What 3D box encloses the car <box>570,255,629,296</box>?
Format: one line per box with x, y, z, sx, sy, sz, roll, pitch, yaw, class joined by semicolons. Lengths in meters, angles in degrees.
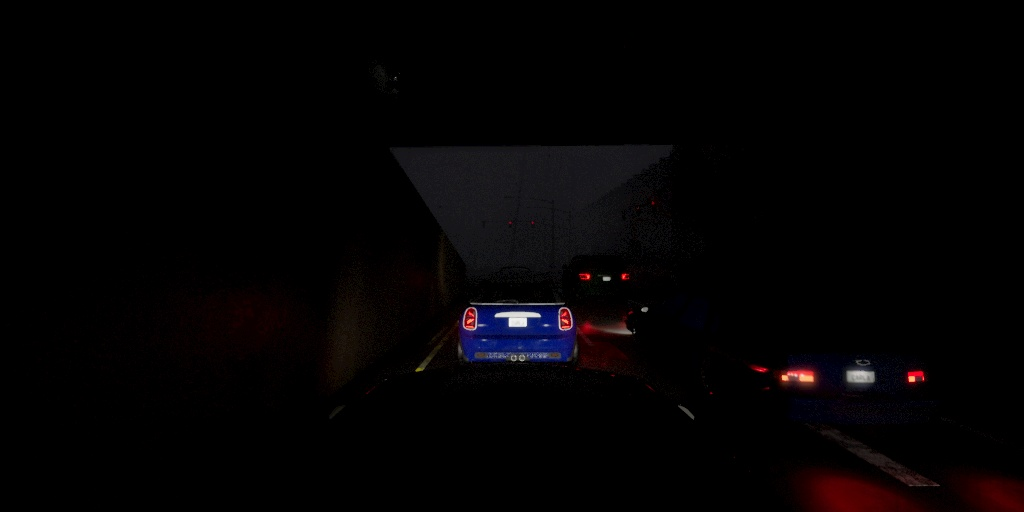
3.649;0.971;16.458;2.150;2.045;5.566;0;0;0;car

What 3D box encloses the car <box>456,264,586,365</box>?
0.108;1.102;7.984;2.097;1.767;4.553;0;0;0;car

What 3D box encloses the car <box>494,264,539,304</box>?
0.136;1.227;17.267;1.882;1.535;5.008;0;0;-1;car

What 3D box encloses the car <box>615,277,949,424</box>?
3.612;1.297;6.212;2.033;1.411;5.357;0;0;0;car
